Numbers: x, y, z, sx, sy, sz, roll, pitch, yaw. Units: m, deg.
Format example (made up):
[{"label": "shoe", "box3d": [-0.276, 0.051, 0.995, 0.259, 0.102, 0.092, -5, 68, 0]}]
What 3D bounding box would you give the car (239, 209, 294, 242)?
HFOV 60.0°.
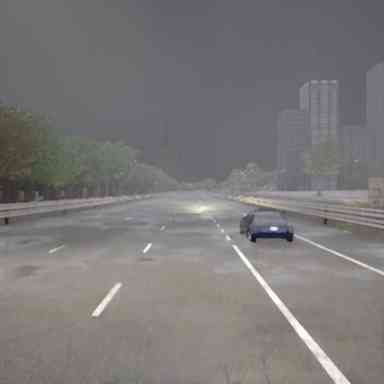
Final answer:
[{"label": "car", "box3d": [3.502, 1.532, 16.285, 1.994, 1.385, 4.181, 0, 0, -1]}]
